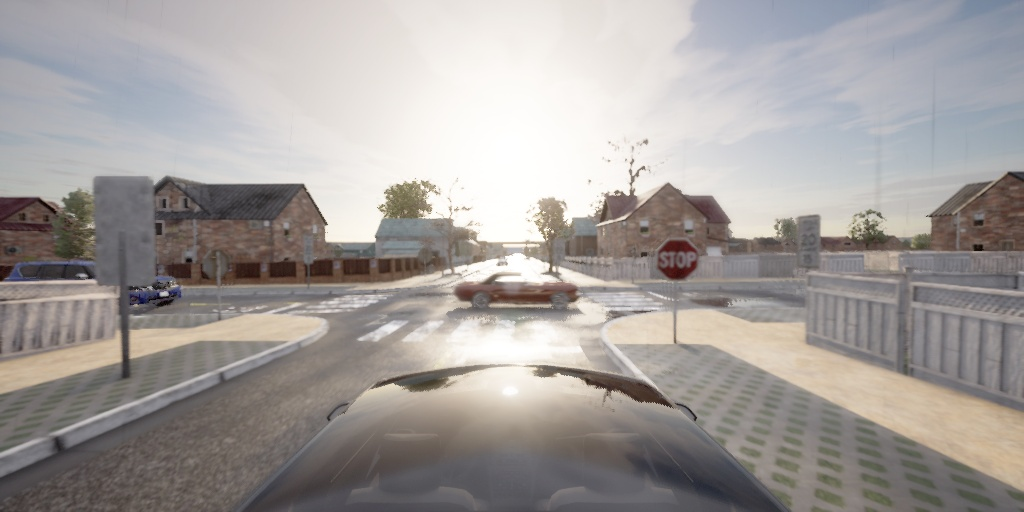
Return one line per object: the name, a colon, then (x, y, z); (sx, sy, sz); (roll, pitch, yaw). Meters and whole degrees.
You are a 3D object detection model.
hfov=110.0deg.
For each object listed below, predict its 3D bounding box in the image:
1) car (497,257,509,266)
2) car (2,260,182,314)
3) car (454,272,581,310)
car: (-1.626, 0.984, 63.331); (1.812, 1.442, 4.674); (0, 0, 1)
car: (-16.574, 1.182, 14.290); (5.566, 2.045, 2.150); (-1, 1, 1)
car: (0.242, 1.288, 13.913); (4.718, 1.301, 1.895); (0, 1, 1)
